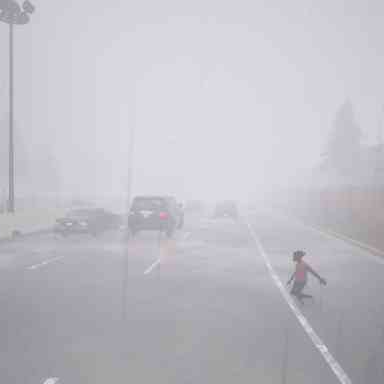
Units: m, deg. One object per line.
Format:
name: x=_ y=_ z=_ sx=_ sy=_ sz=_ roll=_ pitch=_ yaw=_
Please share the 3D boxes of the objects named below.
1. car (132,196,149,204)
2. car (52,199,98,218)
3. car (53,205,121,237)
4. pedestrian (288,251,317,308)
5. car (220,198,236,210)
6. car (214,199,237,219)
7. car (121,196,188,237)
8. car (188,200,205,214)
car: x=-10.213 y=1.500 z=65.919 sx=2.128 sy=1.511 sz=4.902 roll=0 pitch=0 yaw=7
car: x=-10.988 y=1.489 z=31.600 sx=2.128 sy=1.511 sz=4.902 roll=0 pitch=0 yaw=7
car: x=-5.398 y=1.546 z=18.014 sx=2.033 sy=1.411 sz=5.357 roll=0 pitch=0 yaw=7
pedestrian: x=2.128 y=1.293 z=6.432 sx=0.375 sy=1.860 sz=0.375 roll=0 pitch=0 yaw=4
car: x=4.680 y=1.561 z=42.923 sx=1.994 sy=1.385 sz=4.181 roll=0 pitch=0 yaw=7
car: x=3.037 y=1.599 z=29.419 sx=1.895 sy=1.301 sz=4.718 roll=0 pitch=0 yaw=7
car: x=-1.828 y=1.220 z=18.324 sx=2.150 sy=2.045 sz=5.566 roll=0 pitch=0 yaw=7
car: x=0.275 y=1.545 z=35.579 sx=2.033 sy=1.411 sz=5.357 roll=0 pitch=0 yaw=7
